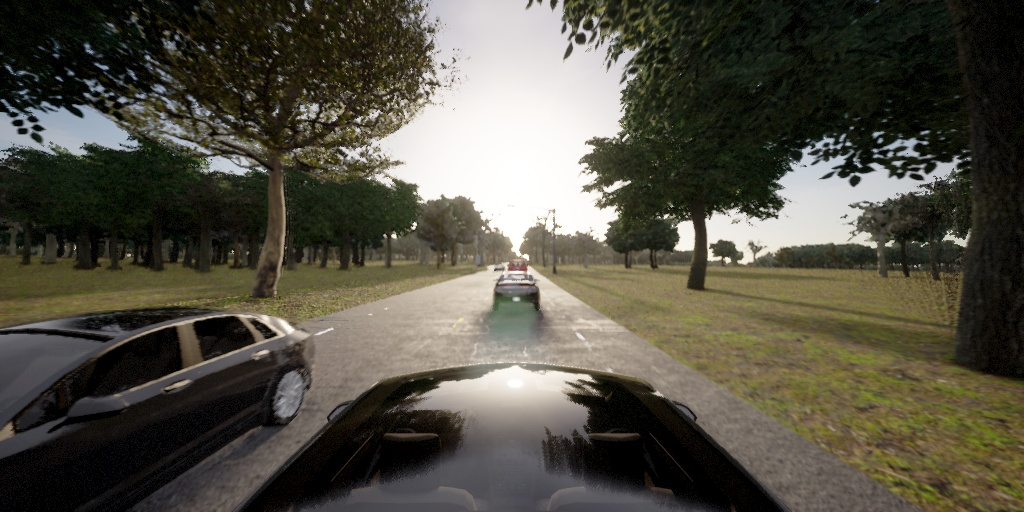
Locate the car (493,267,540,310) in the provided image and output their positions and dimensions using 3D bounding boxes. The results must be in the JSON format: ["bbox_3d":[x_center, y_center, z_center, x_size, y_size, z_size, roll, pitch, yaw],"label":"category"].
[{"bbox_3d":[0.195,1.425,15.797,2.128,1.511,4.902,0,-1,1],"label":"car"}]

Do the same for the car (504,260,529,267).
[{"bbox_3d":[0.640,1.468,38.775,2.150,2.045,5.566,0,-1,1],"label":"car"}]

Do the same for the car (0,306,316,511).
[{"bbox_3d":[-3.593,1.272,2.967,1.837,1.490,4.892,0,-1,0],"label":"car"}]
